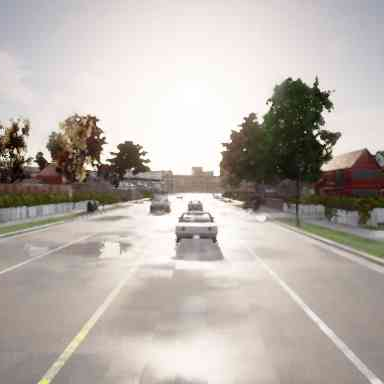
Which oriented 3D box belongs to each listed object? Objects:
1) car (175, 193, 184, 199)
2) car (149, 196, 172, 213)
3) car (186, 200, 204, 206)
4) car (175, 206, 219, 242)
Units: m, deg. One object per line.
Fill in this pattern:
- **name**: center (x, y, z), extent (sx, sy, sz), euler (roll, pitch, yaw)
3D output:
- **car**: center (-2.935, 1.057, 78.178), extent (1.837, 1.490, 4.892), euler (0, 0, 0)
- **car**: center (-3.336, 1.344, 35.973), extent (2.097, 1.767, 4.553), euler (0, 0, 1)
- **car**: center (0.356, 1.547, 37.108), extent (2.033, 1.411, 5.357), euler (0, 0, 0)
- **car**: center (0.209, 1.601, 16.243), extent (1.895, 1.301, 4.718), euler (0, 0, 0)
